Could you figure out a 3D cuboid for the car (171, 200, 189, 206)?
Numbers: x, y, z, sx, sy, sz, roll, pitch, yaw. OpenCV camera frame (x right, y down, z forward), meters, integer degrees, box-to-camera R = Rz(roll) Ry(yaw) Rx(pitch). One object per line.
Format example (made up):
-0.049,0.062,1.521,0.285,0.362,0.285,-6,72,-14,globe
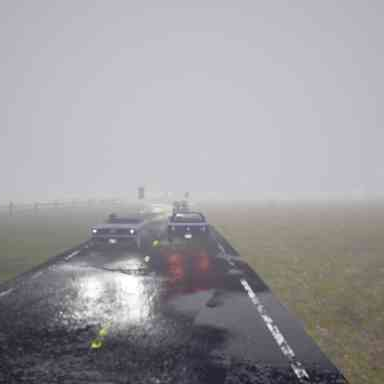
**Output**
-1.229,1.592,35.082,2.033,1.411,5.357,0,0,-4,car

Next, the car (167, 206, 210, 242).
-0.229,1.611,16.534,1.895,1.301,4.718,0,0,-2,car

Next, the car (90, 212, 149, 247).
-3.104,1.606,15.031,1.895,1.301,4.718,0,0,-2,car
